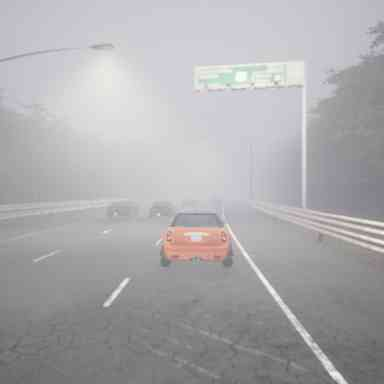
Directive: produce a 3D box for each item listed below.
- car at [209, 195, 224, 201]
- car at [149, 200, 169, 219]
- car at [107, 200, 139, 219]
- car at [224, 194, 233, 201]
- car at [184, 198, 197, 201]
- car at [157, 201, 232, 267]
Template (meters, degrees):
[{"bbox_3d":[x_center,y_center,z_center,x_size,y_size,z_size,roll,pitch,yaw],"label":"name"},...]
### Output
[{"bbox_3d":[4.256,1.340,60.116,2.097,1.767,4.553,0,0,8],"label":"car"},{"bbox_3d":[-2.444,1.496,28.635,1.837,1.490,4.892,0,0,4],"label":"car"},{"bbox_3d":[-5.933,1.478,29.108,1.837,1.490,4.892,0,0,4],"label":"car"},{"bbox_3d":[8.890,1.548,87.301,1.895,1.301,4.718,0,0,12],"label":"car"},{"bbox_3d":[-0.275,1.548,51.782,1.994,1.385,4.181,0,0,7],"label":"car"},{"bbox_3d":[0.191,1.353,11.657,2.097,1.767,4.553,0,0,2],"label":"car"}]
